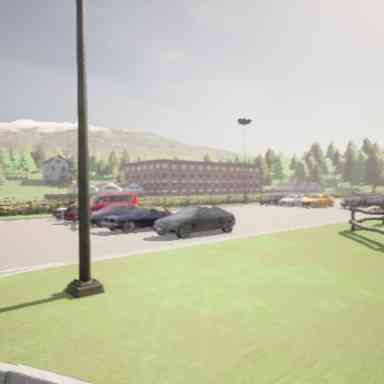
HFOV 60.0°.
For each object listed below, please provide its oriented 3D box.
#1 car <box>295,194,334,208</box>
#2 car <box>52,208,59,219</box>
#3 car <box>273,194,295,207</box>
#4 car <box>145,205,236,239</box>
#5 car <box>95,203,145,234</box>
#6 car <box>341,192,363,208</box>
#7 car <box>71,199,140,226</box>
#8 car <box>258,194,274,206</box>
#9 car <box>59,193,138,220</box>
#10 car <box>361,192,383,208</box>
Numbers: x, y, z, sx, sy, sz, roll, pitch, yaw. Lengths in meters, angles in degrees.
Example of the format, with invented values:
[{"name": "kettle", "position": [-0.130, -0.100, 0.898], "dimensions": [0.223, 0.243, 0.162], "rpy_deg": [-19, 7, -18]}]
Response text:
[{"name": "car", "position": [14.278, 0.996, 37.786], "dimensions": [5.008, 1.535, 1.882], "rpy_deg": [-1, 1, -40]}, {"name": "car", "position": [-8.912, 1.443, 27.209], "dimensions": [4.674, 1.442, 1.812], "rpy_deg": [-1, 1, -41]}, {"name": "car", "position": [12.480, 1.047, 40.842], "dimensions": [4.674, 1.442, 1.812], "rpy_deg": [-1, 1, -40]}, {"name": "car", "position": [0.254, 1.394, 16.624], "dimensions": [4.674, 1.442, 1.812], "rpy_deg": [-1, 1, -41]}, {"name": "car", "position": [-2.661, 1.494, 18.752], "dimensions": [4.718, 1.301, 1.895], "rpy_deg": [-1, 1, -41]}, {"name": "car", "position": [18.252, 0.825, 36.557], "dimensions": [4.553, 1.767, 2.097], "rpy_deg": [-1, 1, -40]}, {"name": "car", "position": [-4.676, 1.447, 21.634], "dimensions": [5.357, 1.411, 2.033], "rpy_deg": [-1, 1, -41]}, {"name": "car", "position": [10.783, 1.026, 43.997], "dimensions": [4.892, 1.490, 1.837], "rpy_deg": [-1, 1, -40]}, {"name": "car", "position": [-6.474, 1.123, 24.703], "dimensions": [5.566, 2.045, 2.150], "rpy_deg": [-1, 1, -41]}, {"name": "car", "position": [18.788, 0.973, 32.434], "dimensions": [5.008, 1.535, 1.882], "rpy_deg": [-1, 1, -40]}]
